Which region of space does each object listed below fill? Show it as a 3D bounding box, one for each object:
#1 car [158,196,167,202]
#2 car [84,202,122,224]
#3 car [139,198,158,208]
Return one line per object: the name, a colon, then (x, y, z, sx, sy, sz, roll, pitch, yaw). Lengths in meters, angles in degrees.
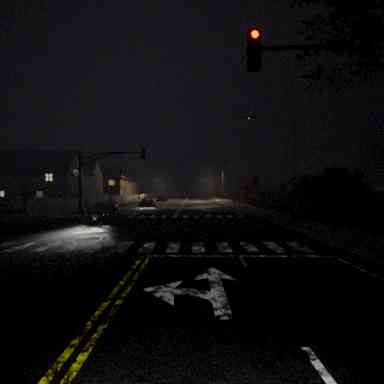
car: (-6.356, 1.462, 70.436, 2.033, 1.411, 5.357, 0, 0, 0)
car: (-6.445, 1.496, 24.474, 2.128, 1.511, 4.902, 1, 0, 0)
car: (-6.403, 1.563, 47.680, 1.994, 1.385, 4.181, 0, 1, 0)
